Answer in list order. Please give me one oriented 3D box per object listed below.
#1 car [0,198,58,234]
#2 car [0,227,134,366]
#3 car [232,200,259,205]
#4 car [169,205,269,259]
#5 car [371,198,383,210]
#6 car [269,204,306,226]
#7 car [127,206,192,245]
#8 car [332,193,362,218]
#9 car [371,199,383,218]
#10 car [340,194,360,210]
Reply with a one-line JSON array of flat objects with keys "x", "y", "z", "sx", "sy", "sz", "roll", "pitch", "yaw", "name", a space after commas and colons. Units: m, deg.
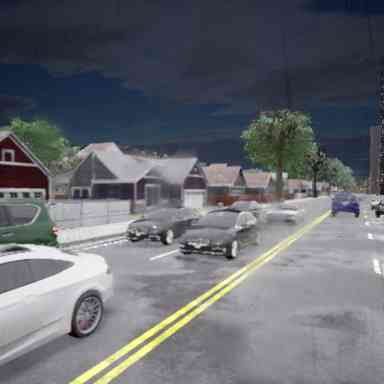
[{"x": -5.335, "y": 1.162, "z": 6.692, "sx": 2.150, "sy": 2.045, "sz": 5.566, "roll": 0, "pitch": 0, "yaw": 27, "name": "car"}, {"x": -2.918, "y": 1.489, "z": 4.278, "sx": 1.812, "sy": 1.442, "sz": 4.674, "roll": 0, "pitch": 0, "yaw": 25, "name": "car"}, {"x": 3.928, "y": 1.391, "z": 24.946, "sx": 1.837, "sy": 1.490, "sz": 4.892, "roll": 0, "pitch": 0, "yaw": 27, "name": "car"}, {"x": 1.268, "y": 1.443, "z": 12.534, "sx": 1.837, "sy": 1.490, "sz": 4.892, "roll": 0, "pitch": 0, "yaw": 27, "name": "car"}, {"x": 23.093, "y": 1.484, "z": 40.906, "sx": 1.895, "sy": 1.301, "sz": 4.718, "roll": 0, "pitch": 0, "yaw": 27, "name": "car"}, {"x": 6.613, "y": 1.507, "z": 23.063, "sx": 1.895, "sy": 1.301, "sz": 4.718, "roll": 0, "pitch": 0, "yaw": 27, "name": "car"}, {"x": -1.013, "y": 1.419, "z": 15.217, "sx": 1.837, "sy": 1.490, "sz": 4.892, "roll": 0, "pitch": 0, "yaw": 27, "name": "car"}, {"x": 13.846, "y": 1.122, "z": 29.829, "sx": 2.150, "sy": 2.045, "sz": 5.566, "roll": 0, "pitch": 0, "yaw": 27, "name": "car"}, {"x": 17.017, "y": 1.410, "z": 28.888, "sx": 2.128, "sy": 1.511, "sz": 4.902, "roll": 0, "pitch": 0, "yaw": 27, "name": "car"}, {"x": 20.259, "y": 1.214, "z": 42.498, "sx": 2.097, "sy": 1.767, "sz": 4.553, "roll": 0, "pitch": 0, "yaw": 27, "name": "car"}]
